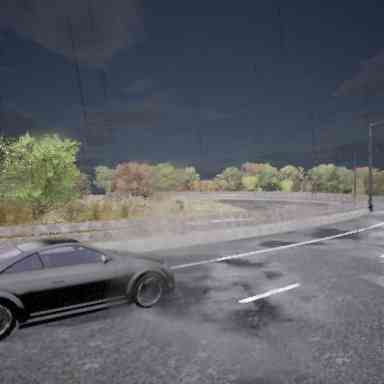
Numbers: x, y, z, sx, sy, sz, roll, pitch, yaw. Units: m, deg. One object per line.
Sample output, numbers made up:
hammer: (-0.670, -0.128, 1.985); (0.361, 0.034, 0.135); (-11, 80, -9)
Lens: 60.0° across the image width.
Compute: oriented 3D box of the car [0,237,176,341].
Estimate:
car: (-2.405, 1.603, 6.530); (4.181, 1.385, 1.994); (0, 0, -36)
